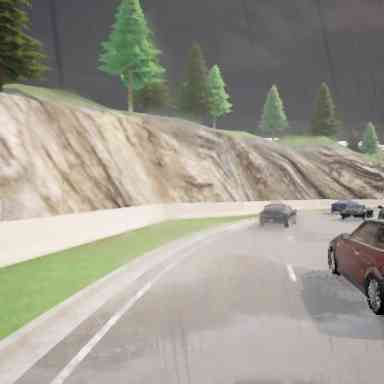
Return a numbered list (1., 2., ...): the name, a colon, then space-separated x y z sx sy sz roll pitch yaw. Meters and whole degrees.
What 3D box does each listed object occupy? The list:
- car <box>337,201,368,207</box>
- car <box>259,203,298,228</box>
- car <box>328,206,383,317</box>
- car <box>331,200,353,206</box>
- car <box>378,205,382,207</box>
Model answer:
1. car: 14.617 1.724 29.261 1.895 1.301 4.718 0 0 39
2. car: 6.014 1.557 22.867 1.837 1.490 4.892 0 0 27
3. car: 4.635 1.391 7.551 2.097 1.767 4.553 1 0 9
4. car: 17.528 1.626 37.528 5.008 1.535 1.882 0 0 -42
5. car: 11.614 1.319 18.187 2.150 2.045 5.566 0 0 25
